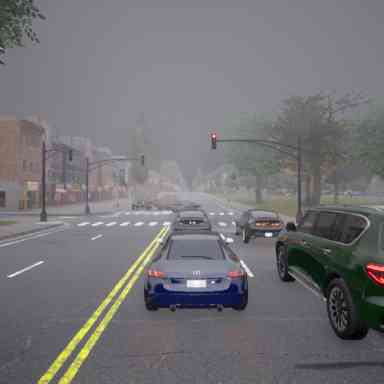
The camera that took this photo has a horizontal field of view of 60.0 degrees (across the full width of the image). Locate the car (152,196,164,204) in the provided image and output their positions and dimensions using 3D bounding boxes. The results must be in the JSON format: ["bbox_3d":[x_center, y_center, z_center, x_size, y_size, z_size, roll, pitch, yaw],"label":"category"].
[{"bbox_3d":[-6.665,1.473,64.861,1.812,1.442,4.674,0,1,0],"label":"car"}]

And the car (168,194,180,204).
[{"bbox_3d":[-3.415,1.299,64.923,2.097,1.767,4.553,0,1,0],"label":"car"}]

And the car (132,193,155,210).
[{"bbox_3d":[-6.685,1.329,44.851,2.150,2.045,5.566,0,0,0],"label":"car"}]

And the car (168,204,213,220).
[{"bbox_3d":[0.010,1.582,16.711,1.837,1.490,4.892,0,0,1],"label":"car"}]

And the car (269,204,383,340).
[{"bbox_3d":[3.314,1.235,6.677,2.150,2.045,5.566,0,0,0],"label":"car"}]

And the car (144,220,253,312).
[{"bbox_3d":[0.066,1.583,7.824,1.994,1.385,4.181,0,0,0],"label":"car"}]

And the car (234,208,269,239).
[{"bbox_3d":[3.263,1.581,16.539,1.837,1.490,4.892,0,0,0],"label":"car"}]

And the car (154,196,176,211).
[{"bbox_3d":[-3.427,1.621,42.918,1.837,1.490,4.892,0,0,0],"label":"car"}]

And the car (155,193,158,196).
[{"bbox_3d":[-6.688,1.257,55.104,2.150,2.045,5.566,0,1,0],"label":"car"}]

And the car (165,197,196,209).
[{"bbox_3d":[-0.552,1.626,35.766,2.128,1.511,4.902,1,0,24],"label":"car"}]

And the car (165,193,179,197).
[{"bbox_3d":[-3.447,1.270,53.445,2.150,2.045,5.566,0,0,-1],"label":"car"}]
